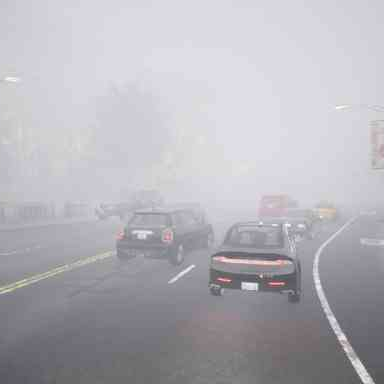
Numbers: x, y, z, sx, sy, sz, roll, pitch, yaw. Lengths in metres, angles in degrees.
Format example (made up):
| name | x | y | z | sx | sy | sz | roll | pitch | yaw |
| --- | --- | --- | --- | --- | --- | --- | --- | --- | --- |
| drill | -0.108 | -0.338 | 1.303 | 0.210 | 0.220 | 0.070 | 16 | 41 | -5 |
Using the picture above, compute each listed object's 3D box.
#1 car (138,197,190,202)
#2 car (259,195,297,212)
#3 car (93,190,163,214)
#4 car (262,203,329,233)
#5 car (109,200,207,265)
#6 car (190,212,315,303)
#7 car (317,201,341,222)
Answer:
| name | x | y | z | sx | sy | sz | roll | pitch | yaw |
| --- | --- | --- | --- | --- | --- | --- | --- | --- | --- |
| car | -0.879 | 1.362 | 20.391 | 2.097 | 1.767 | 4.553 | 0 | 0 | 30 |
| car | 7.192 | 1.222 | 27.208 | 2.150 | 2.045 | 5.566 | 0 | 0 | 30 |
| car | -3.928 | 0.840 | 22.109 | 2.150 | 2.045 | 5.566 | 0 | 0 | 30 |
| car | 5.551 | 1.547 | 17.309 | 2.033 | 1.411 | 5.357 | 0 | 0 | 29 |
| car | -0.747 | 1.355 | 12.047 | 2.097 | 1.767 | 4.553 | 0 | 0 | 21 |
| car | 1.691 | 1.492 | 8.355 | 2.128 | 1.511 | 4.902 | 0 | 0 | 15 |
| car | 10.572 | 1.456 | 26.265 | 1.801 | 1.575 | 5.366 | 0 | 0 | 30 |
